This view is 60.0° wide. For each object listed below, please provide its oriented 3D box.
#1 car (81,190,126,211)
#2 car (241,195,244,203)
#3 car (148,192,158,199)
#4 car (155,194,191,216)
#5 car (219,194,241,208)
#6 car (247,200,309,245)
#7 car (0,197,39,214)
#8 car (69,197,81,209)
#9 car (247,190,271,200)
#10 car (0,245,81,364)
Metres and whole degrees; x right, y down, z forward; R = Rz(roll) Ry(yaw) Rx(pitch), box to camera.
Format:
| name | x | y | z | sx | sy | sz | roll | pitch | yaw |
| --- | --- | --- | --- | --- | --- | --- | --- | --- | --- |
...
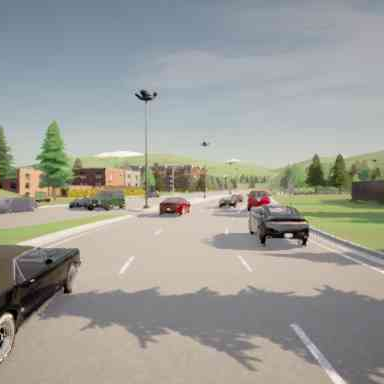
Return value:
| name | x | y | z | sx | sy | sz | roll | pitch | yaw |
| --- | --- | --- | --- | --- | --- | --- | --- | --- | --- |
| car | -8.662 | 0.844 | 34.126 | 2.150 | 2.045 | 5.566 | 0 | 1 | 12 |
| car | 7.046 | 0.967 | 52.619 | 1.994 | 1.385 | 4.181 | 0 | 1 | 12 |
| car | -8.256 | 0.702 | 70.167 | 1.994 | 1.385 | 4.181 | 0 | 1 | 12 |
| car | -1.362 | 1.158 | 28.480 | 1.882 | 1.535 | 5.008 | 0 | 1 | 10 |
| car | 4.438 | 1.151 | 39.675 | 1.895 | 1.301 | 4.718 | 0 | 1 | 12 |
| car | 3.630 | 1.325 | 14.480 | 2.128 | 1.511 | 4.902 | 0 | 1 | 3 |
| car | -16.558 | 1.215 | 30.711 | 2.033 | 1.411 | 5.357 | 0 | 1 | 12 |
| car | -11.727 | 1.162 | 36.578 | 1.994 | 1.385 | 4.181 | 0 | 1 | 12 |
| car | 6.727 | 0.835 | 33.427 | 2.150 | 2.045 | 5.566 | 0 | 0 | 12 |
| car | -3.380 | 1.539 | 5.588 | 1.895 | 1.301 | 4.718 | 0 | 1 | -3 |
